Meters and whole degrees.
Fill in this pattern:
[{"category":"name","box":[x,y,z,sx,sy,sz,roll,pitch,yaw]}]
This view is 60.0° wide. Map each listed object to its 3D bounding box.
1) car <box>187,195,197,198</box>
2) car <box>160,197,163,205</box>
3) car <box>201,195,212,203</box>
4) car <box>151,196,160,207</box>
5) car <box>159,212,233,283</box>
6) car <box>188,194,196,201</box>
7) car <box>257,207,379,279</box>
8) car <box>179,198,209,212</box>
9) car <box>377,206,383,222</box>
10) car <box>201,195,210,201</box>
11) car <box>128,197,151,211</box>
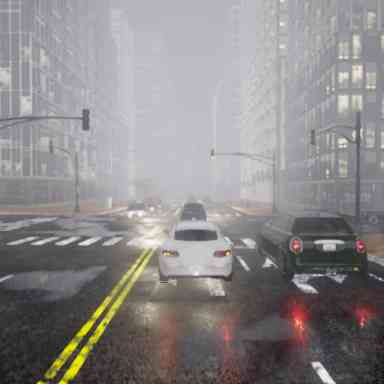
[{"category":"car","box":[-0.004,1.541,70.590,1.837,1.490,4.892,0,0,0]},{"category":"car","box":[-6.506,1.525,61.732,1.882,1.535,5.008,0,0,0]},{"category":"car","box":[3.246,1.519,70.589,1.882,1.535,5.008,0,0,0]},{"category":"car","box":[-6.572,1.521,51.357,1.882,1.535,5.008,0,0,1]},{"category":"car","box":[0.101,1.536,9.627,1.812,1.442,4.674,0,0,0]},{"category":"car","box":[-0.006,1.361,81.007,1.882,1.535,5.008,0,0,0]},{"category":"car","box":[3.367,1.364,10.220,2.097,1.767,4.553,0,0,1]},{"category":"car","box":[0.110,1.525,25.665,1.837,1.490,4.892,1,1,0]},{"category":"car","box":[15.090,1.749,25.606,4.718,1.301,1.895,0,1,1]},{"category":"car","box":[3.244,1.407,81.007,1.812,1.442,4.674,0,0,0]},{"category":"car","box":[-6.593,1.602,41.033,1.994,1.385,4.181,0,0,0]}]
